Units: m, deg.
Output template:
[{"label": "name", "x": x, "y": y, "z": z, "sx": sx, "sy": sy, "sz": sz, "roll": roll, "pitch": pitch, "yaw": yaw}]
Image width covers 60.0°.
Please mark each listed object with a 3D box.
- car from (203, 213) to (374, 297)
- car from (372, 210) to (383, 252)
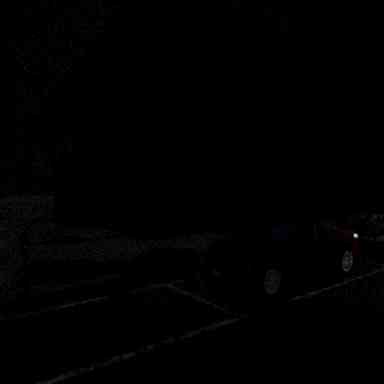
[{"label": "car", "x": 2.317, "y": 1.377, "z": 8.183, "sx": 4.507, "sy": 1.381, "sz": 1.887, "roll": -2, "pitch": 1, "yaw": -35}, {"label": "car", "x": 6.814, "y": 1.273, "z": 11.390, "sx": 4.206, "sy": 1.307, "sz": 1.802, "roll": -2, "pitch": 1, "yaw": -35}]
